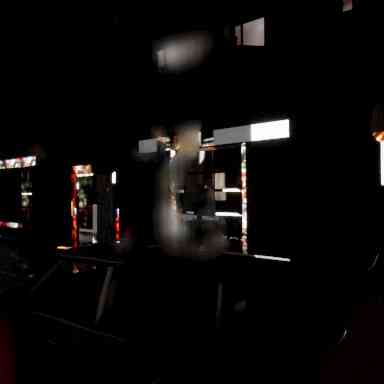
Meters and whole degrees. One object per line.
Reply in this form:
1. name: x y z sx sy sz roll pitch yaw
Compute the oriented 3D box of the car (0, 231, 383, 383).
1. car: -0.340 1.316 3.131 5.009 1.841 2.192 0 -1 35
